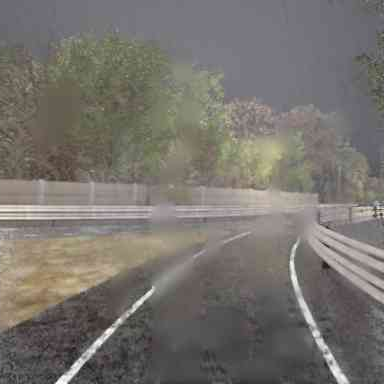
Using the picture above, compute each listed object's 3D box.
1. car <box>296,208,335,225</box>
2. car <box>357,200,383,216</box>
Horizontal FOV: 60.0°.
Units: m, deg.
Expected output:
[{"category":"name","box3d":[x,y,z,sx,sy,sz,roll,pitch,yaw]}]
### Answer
[{"category":"car","box3d":[10.603,2.035,28.364,2.033,1.411,5.357,1,-1,38]},{"category":"car","box3d":[23.602,2.113,43.947,2.150,2.045,5.566,1,-1,40]}]
